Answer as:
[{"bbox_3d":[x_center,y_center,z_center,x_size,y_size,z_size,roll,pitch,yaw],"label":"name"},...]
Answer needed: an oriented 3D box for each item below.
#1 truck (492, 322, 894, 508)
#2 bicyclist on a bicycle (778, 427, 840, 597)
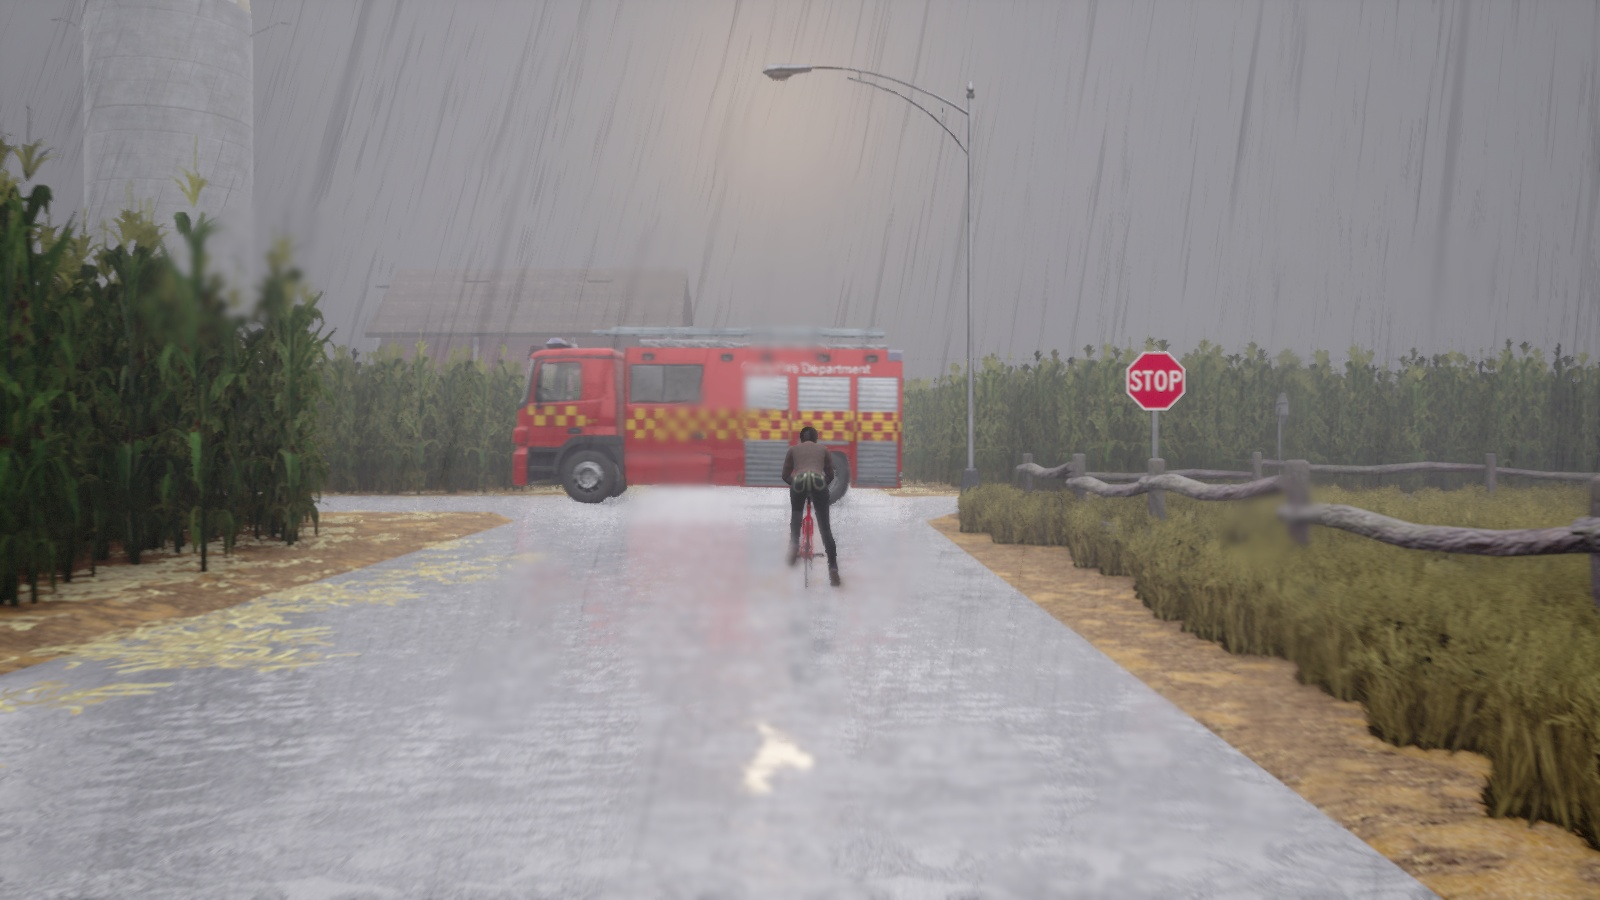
[{"bbox_3d":[-2.260,-0.761,27.969,8.468,3.827,2.891,1,1,1],"label":"truck"},{"bbox_3d":[0.090,0.583,12.778,0.582,1.620,1.656,0,0,0],"label":"bicyclist on a bicycle"}]
